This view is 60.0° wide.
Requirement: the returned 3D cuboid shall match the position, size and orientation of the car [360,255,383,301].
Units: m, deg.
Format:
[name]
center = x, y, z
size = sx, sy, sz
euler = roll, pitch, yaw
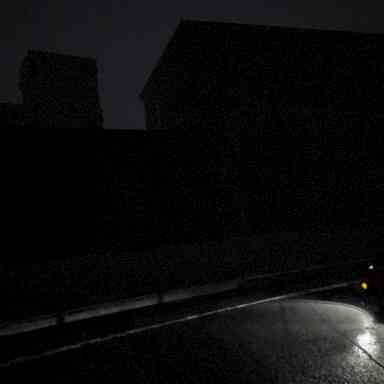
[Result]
[car]
center = 5.453, 1.507, 6.644
size = 4.181, 1.385, 1.994
euler = 0, 1, -24
